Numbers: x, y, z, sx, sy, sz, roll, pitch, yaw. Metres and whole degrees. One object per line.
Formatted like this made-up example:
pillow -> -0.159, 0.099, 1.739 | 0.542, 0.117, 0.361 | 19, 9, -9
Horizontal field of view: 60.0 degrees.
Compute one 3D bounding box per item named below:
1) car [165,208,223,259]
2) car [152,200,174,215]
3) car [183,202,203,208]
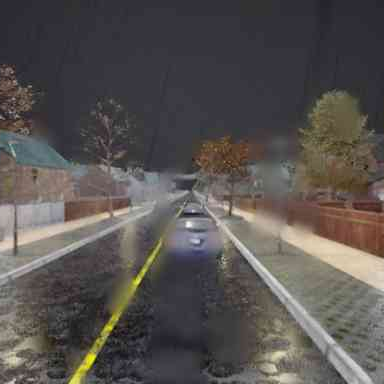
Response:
car -> 0.095, 1.547, 12.582 | 2.033, 1.411, 5.357 | 0, 0, 0
car -> -2.845, 1.550, 33.939 | 2.033, 1.411, 5.357 | 0, 0, 0
car -> 0.095, 1.566, 30.300 | 1.994, 1.385, 4.181 | 0, 0, 0
